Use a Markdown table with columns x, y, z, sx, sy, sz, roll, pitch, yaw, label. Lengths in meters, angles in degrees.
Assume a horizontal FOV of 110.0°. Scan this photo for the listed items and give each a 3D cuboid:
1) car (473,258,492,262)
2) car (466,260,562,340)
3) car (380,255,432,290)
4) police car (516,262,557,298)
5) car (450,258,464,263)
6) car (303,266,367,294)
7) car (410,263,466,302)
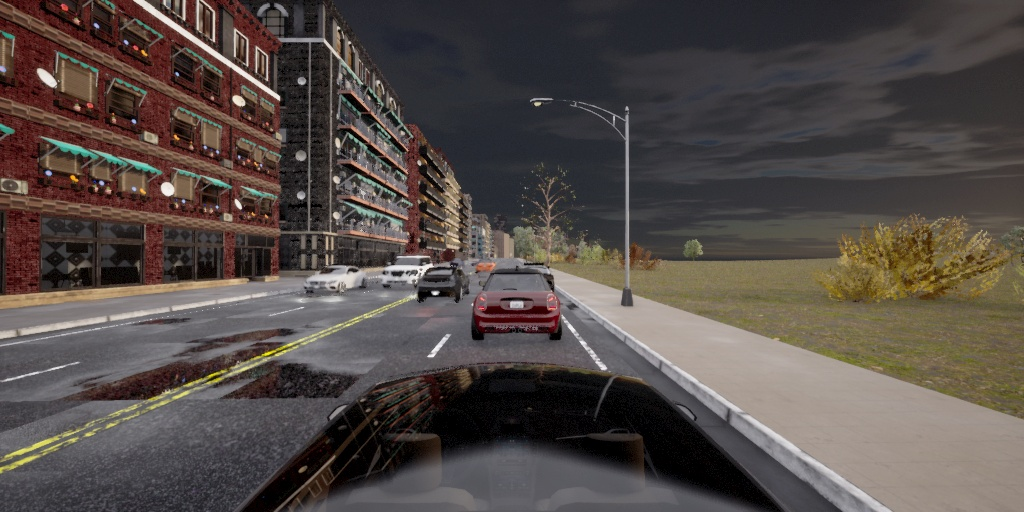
| x | y | z | sx | sy | sz | roll | pitch | yaw | label |
| --- | --- | --- | --- | --- | --- | --- | --- | --- | --- |
| -3.061 | 1.105 | 43.063 | 2.097 | 1.767 | 4.553 | 0 | 0 | 1 | car |
| 0.114 | 1.103 | 10.096 | 2.097 | 1.767 | 4.553 | 0 | 0 | 0 | car |
| -6.552 | 0.973 | 23.139 | 2.150 | 2.045 | 5.566 | 0 | 0 | 0 | car |
| 1.177 | 1.177 | 19.592 | 1.930 | 1.638 | 5.238 | 0 | 0 | 0 | police car |
| -9.668 | 1.102 | 63.190 | 2.097 | 1.767 | 4.553 | 0 | 0 | 1 | car |
| -9.807 | 1.278 | 20.331 | 1.812 | 1.442 | 4.674 | 0 | 0 | 0 | car |
| -3.116 | 1.256 | 17.030 | 1.837 | 1.490 | 4.892 | 0 | 0 | 0 | car |
